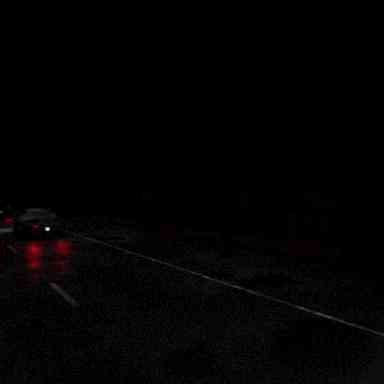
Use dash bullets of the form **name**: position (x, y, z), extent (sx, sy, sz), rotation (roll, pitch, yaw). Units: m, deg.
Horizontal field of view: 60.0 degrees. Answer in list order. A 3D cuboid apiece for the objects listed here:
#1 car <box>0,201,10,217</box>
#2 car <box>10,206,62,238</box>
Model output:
- **car**: position (-18.772, 1.611, 32.372), extent (2.128, 1.511, 4.902), rotation (0, 0, -36)
- **car**: position (-8.518, 1.592, 18.312), extent (1.812, 1.442, 4.674), rotation (0, 0, -36)
